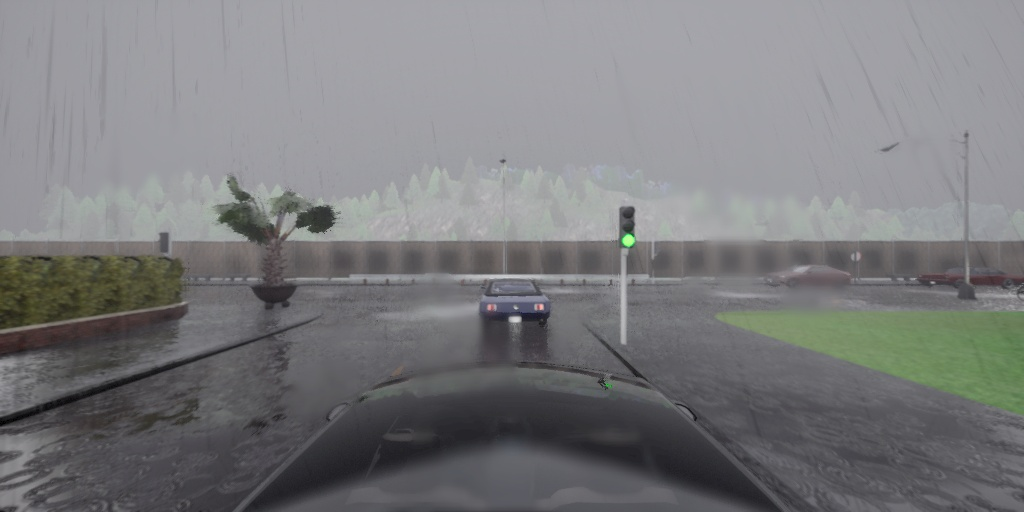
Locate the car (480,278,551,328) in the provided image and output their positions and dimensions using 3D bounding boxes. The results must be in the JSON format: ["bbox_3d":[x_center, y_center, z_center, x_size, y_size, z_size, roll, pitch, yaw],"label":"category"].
[{"bbox_3d":[-0.054,1.356,11.493,1.895,1.301,4.718,0,0,-4],"label":"car"}]

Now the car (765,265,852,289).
[{"bbox_3d":[18.540,1.286,22.473,4.674,1.442,1.812,0,0,0],"label":"car"}]

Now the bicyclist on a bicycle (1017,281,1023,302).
[{"bbox_3d":[21.011,1.105,14.098,0.582,1.620,1.656,0,0,0],"label":"bicyclist on a bicycle"}]

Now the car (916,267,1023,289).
[{"bbox_3d":[28.582,1.361,22.500,4.718,1.301,1.895,0,0,0],"label":"car"}]
